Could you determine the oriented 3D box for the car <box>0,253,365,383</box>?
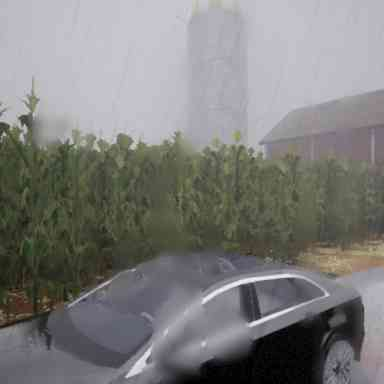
[{"bbox_3d":[-0.072,1.495,3.456,4.902,1.511,2.128,0,0,-37],"label":"car"}]
